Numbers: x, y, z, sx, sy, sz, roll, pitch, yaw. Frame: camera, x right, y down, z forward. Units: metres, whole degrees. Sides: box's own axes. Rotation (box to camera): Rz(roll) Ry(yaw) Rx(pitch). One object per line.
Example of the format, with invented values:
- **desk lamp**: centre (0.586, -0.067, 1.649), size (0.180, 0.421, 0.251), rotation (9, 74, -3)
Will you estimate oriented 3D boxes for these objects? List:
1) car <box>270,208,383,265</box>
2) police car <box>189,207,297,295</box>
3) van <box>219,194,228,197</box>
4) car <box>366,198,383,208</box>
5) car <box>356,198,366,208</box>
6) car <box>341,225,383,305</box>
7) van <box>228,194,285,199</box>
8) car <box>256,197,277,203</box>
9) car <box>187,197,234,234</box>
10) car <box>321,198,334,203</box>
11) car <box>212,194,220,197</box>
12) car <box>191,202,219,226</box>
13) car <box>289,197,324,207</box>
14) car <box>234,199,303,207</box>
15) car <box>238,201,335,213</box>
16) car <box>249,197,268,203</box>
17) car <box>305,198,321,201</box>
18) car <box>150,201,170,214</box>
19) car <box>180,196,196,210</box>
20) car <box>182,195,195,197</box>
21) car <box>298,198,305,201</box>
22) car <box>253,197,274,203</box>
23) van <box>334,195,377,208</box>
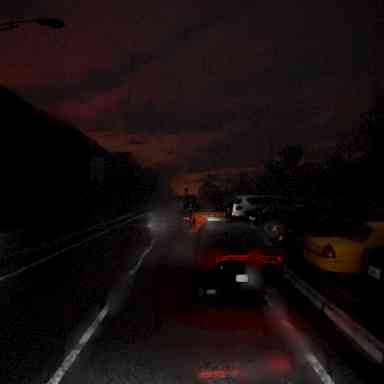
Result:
- **car**: centre (5.578, 1.471, 11.650), size (5.008, 1.535, 2.097), rotation (0, 0, 0)
- **police car**: centre (0.945, 1.427, 8.864), size (1.930, 1.638, 5.238), rotation (0, 0, 0)
- **van**: centre (5.351, 1.302, 34.077), size (4.442, 1.987, 1.878), rotation (0, 0, 0)
- **car**: centre (18.388, 1.509, 28.637), size (5.366, 1.575, 1.946), rotation (0, 0, 0)
- **car**: centre (18.558, 1.560, 31.423), size (4.674, 1.452, 2.002), rotation (0, 0, 0)
- **car**: centre (5.642, 1.501, 6.047), size (4.792, 1.488, 2.163), rotation (0, 0, 0)
- **van**: centre (5.611, 1.285, 28.471), size (4.442, 1.987, 1.878), rotation (0, 0, 0)
- **car**: centre (18.379, 2.041, 82.181), size (4.674, 1.452, 2.002), rotation (0, -1, 0)
- **car**: centre (0.905, 1.367, 18.744), size (2.097, 1.767, 4.553), rotation (0, 0, 0)
- **car**: centre (18.491, 1.423, 39.775), size (4.553, 1.767, 2.185), rotation (0, 0, 0)
- **car**: centre (5.471, 1.297, 39.683), size (5.566, 2.045, 2.435), rotation (0, 0, 0)
- **car**: centre (0.882, 1.538, 24.783), size (1.837, 1.490, 4.892), rotation (0, 0, 0)
- **car**: centre (18.467, 1.647, 53.698), size (5.008, 1.535, 2.097), rotation (0, -1, 0)
- **car**: centre (5.504, 1.502, 25.667), size (5.008, 1.535, 2.097), rotation (0, 0, 0)
- **car**: centre (5.535, 1.487, 20.056), size (4.892, 1.521, 2.231), rotation (0, 0, 0)
- **car**: centre (18.348, 2.163, 91.878), size (4.674, 1.452, 2.002), rotation (0, -1, 0)
- **car**: centre (18.503, 1.618, 45.343), size (4.674, 1.452, 2.002), rotation (0, 0, 0)
- **car**: centre (-3.491, 1.673, 36.993), size (1.895, 1.301, 4.718), rotation (0, 0, 0)
- **car**: centre (-0.143, 1.664, 44.830), size (1.994, 1.385, 4.181), rotation (0, 0, 1)
- **car**: centre (-0.231, 1.486, 60.292), size (2.150, 2.045, 5.566), rotation (0, -1, 0)
- **car**: centre (18.496, 1.597, 48.130), size (5.008, 1.535, 2.097), rotation (0, -1, 0)
- **car**: centre (18.377, 2.040, 85.330), size (5.008, 1.535, 2.097), rotation (0, -1, 0)
- **van**: centre (18.650, 1.311, 36.996), size (4.442, 1.987, 1.878), rotation (0, 0, 0)
